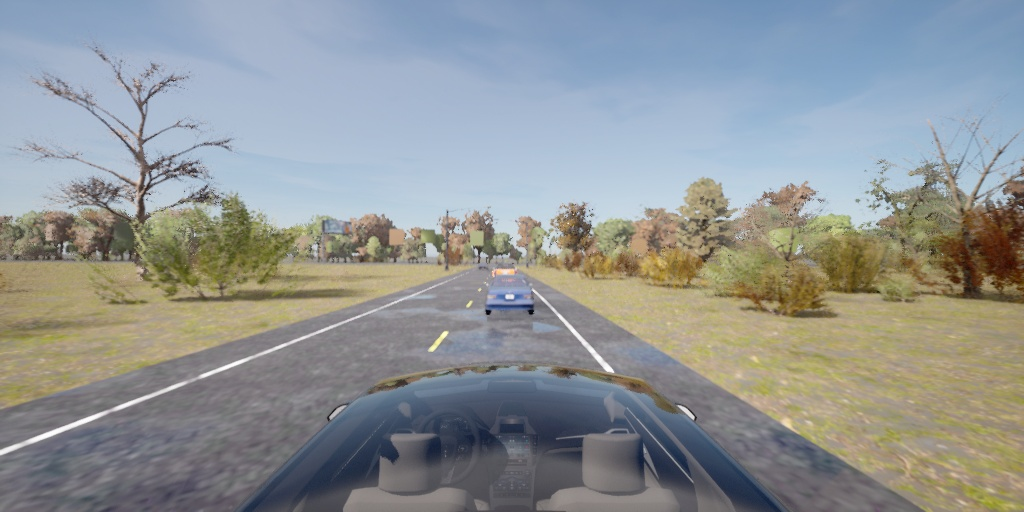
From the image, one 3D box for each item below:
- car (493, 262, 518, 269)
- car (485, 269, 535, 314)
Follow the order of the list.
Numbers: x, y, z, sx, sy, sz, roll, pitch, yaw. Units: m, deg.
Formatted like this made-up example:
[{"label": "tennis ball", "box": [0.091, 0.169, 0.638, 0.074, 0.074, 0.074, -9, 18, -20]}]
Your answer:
[{"label": "car", "box": [-0.567, 1.385, 30.356, 2.097, 1.767, 4.553, 0, -1, -2]}, {"label": "car", "box": [-0.109, 1.428, 14.445, 2.033, 1.411, 5.357, 0, -1, -1]}]
